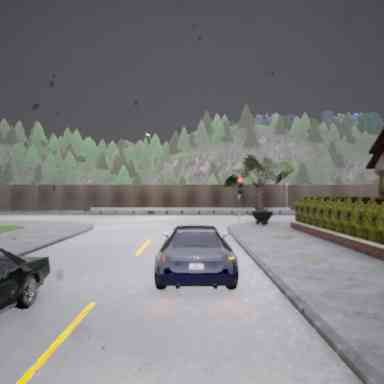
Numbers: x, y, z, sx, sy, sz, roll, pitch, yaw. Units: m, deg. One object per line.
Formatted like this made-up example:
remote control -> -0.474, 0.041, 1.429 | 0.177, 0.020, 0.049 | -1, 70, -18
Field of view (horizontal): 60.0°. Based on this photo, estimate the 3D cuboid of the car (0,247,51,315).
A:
car -> -4.067, 1.614, 5.152 | 1.895, 1.301, 4.718 | 0, 0, 0

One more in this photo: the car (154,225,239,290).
car -> 0.099, 1.587, 9.208 | 1.994, 1.385, 4.181 | 0, 0, 0
